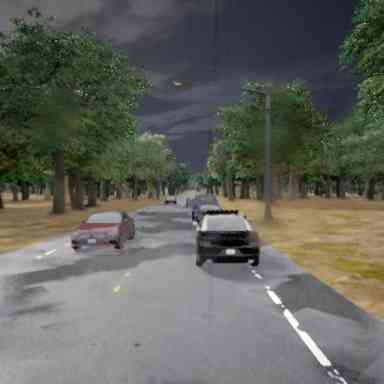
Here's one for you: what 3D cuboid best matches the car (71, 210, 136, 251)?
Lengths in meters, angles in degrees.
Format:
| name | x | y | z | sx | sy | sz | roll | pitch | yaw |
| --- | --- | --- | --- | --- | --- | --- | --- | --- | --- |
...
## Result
| name | x | y | z | sx | sy | sz | roll | pitch | yaw |
| --- | --- | --- | --- | --- | --- | --- | --- | --- | --- |
| car | -3.594 | 1.514 | 14.281 | 1.812 | 1.442 | 4.674 | 0 | 0 | 0 |

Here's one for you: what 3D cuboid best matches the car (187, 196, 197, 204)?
| name | x | y | z | sx | sy | sz | roll | pitch | yaw |
| --- | --- | --- | --- | --- | --- | --- | --- | --- | --- |
| car | 0.021 | 1.487 | 63.453 | 1.895 | 1.301 | 4.718 | 0 | 0 | 0 |

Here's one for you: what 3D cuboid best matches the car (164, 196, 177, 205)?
| name | x | y | z | sx | sy | sz | roll | pitch | yaw |
| --- | --- | --- | --- | --- | --- | --- | --- | --- | --- |
| car | -3.553 | 1.387 | 55.893 | 1.882 | 1.535 | 5.008 | 0 | 0 | 0 |

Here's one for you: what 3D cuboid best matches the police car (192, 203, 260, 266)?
| name | x | y | z | sx | sy | sz | roll | pitch | yaw |
| --- | --- | --- | --- | --- | --- | --- | --- | --- | --- |
| police car | 1.054 | 1.417 | 11.632 | 1.930 | 1.638 | 5.238 | 0 | 0 | 0 |

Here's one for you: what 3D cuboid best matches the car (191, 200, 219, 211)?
| name | x | y | z | sx | sy | sz | roll | pitch | yaw |
| --- | --- | --- | --- | --- | --- | --- | --- | --- | --- |
| car | 1.057 | 1.486 | 21.526 | 1.837 | 1.490 | 4.892 | 0 | 0 | 0 |

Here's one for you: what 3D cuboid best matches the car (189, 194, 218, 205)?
| name | x | y | z | sx | sy | sz | roll | pitch | yaw |
| --- | --- | --- | --- | --- | --- | --- | --- | --- | --- |
| car | 1.059 | 1.195 | 27.558 | 2.150 | 2.045 | 5.566 | 0 | 0 | 0 |

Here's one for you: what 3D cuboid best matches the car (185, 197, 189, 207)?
| name | x | y | z | sx | sy | sz | roll | pitch | yaw |
| --- | --- | --- | --- | --- | --- | --- | --- | --- | --- |
| car | 0.045 | 1.417 | 48.905 | 2.128 | 1.511 | 4.902 | 0 | 0 | 1 |
